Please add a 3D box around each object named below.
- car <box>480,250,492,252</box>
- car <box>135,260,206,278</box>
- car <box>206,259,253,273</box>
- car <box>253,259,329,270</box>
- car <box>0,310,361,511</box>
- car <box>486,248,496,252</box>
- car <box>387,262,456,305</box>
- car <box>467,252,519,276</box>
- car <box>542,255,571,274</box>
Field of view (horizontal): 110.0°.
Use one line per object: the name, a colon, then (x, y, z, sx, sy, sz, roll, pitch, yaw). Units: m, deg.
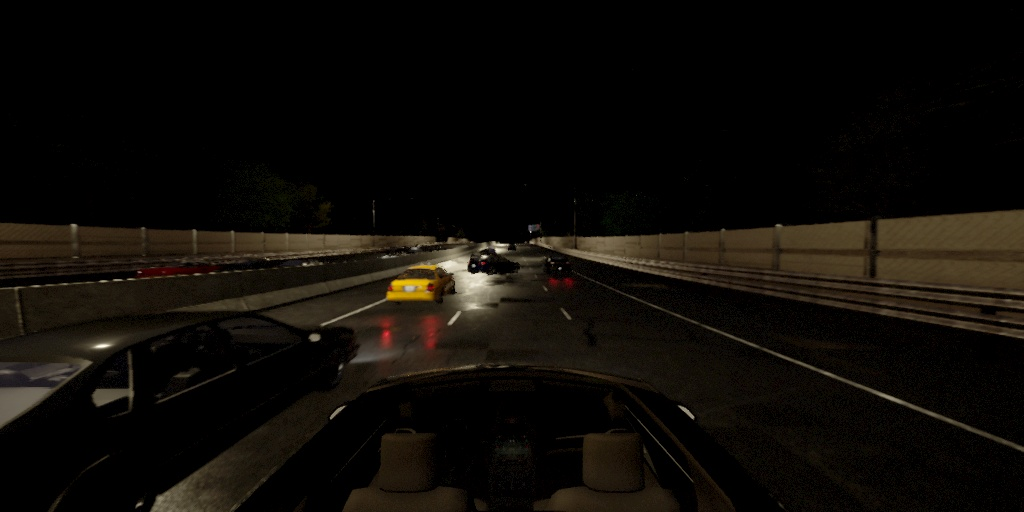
car: (-3.500, 0.398, 36.633, 2.033, 1.411, 5.357, 0, 2, 0)
car: (-21.086, 0.954, 23.135, 1.895, 1.301, 4.718, 0, 2, 0)
car: (-17.583, 0.886, 24.071, 1.994, 1.385, 4.181, 0, 2, 0)
car: (-14.087, 0.879, 23.783, 2.033, 1.411, 5.357, 0, 2, 0)
car: (-3.500, 1.282, 3.661, 2.033, 1.411, 5.357, 0, 0, 0)
car: (-3.500, -0.103, 47.625, 1.837, 1.490, 4.892, 0, 3, 0)
car: (-3.500, 1.027, 14.839, 1.801, 1.575, 5.366, 0, 1, 0)
car: (-1.379, 0.674, 28.348, 2.163, 1.488, 4.792, 2, 3, 38)
car: (3.600, 0.633, 29.274, 2.128, 1.511, 4.902, 0, 2, 0)
